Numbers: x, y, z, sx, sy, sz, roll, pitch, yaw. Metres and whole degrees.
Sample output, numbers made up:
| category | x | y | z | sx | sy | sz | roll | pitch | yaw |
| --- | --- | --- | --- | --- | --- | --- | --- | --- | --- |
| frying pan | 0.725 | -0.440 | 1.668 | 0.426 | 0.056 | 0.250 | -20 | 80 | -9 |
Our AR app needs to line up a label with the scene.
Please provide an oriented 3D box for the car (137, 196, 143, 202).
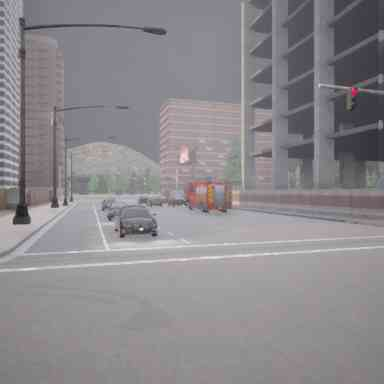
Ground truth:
| category | x | y | z | sx | sy | sz | roll | pitch | yaw |
| --- | --- | --- | --- | --- | --- | --- | --- | --- | --- |
| car | -8.750 | 1.505 | 60.403 | 1.837 | 1.490 | 4.892 | 0 | 0 | -17 |

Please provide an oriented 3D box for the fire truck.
| category | x | y | z | sx | sy | sz | roll | pitch | yaw |
| --- | --- | --- | --- | --- | --- | --- | --- | --- | --- |
| fire truck | 1.665 | 0.342 | 38.486 | 2.891 | 3.827 | 8.468 | 0 | 0 | -17 |

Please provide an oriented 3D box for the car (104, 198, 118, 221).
| category | x | y | z | sx | sy | sz | roll | pitch | yaw |
| --- | --- | --- | --- | --- | --- | --- | --- | --- | --- |
| car | -6.004 | 1.526 | 27.351 | 1.812 | 1.442 | 4.674 | 0 | 0 | -17 |

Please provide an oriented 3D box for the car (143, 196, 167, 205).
| category | x | y | z | sx | sy | sz | roll | pitch | yaw |
| --- | --- | --- | --- | --- | --- | --- | --- | --- | --- |
| car | -5.737 | 1.491 | 50.784 | 2.128 | 1.511 | 4.902 | 0 | 0 | -17 |

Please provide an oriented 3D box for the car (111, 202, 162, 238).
| category | x | y | z | sx | sy | sz | roll | pitch | yaw |
| --- | --- | --- | --- | --- | --- | --- | --- | --- | --- |
| car | -3.116 | 1.505 | 17.972 | 1.837 | 1.490 | 4.892 | 0 | 0 | -17 |

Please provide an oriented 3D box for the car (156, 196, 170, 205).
| category | x | y | z | sx | sy | sz | roll | pitch | yaw |
| --- | --- | --- | --- | --- | --- | --- | --- | --- | --- |
| car | -5.405 | 1.526 | 61.431 | 1.812 | 1.442 | 4.674 | 0 | 0 | -17 |

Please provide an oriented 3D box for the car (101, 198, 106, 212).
| category | x | y | z | sx | sy | sz | roll | pitch | yaw |
| --- | --- | --- | --- | --- | --- | --- | --- | --- | --- |
| car | -9.870 | 1.492 | 39.921 | 2.128 | 1.511 | 4.902 | 0 | 0 | -17 |

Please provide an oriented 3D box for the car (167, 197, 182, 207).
| category | x | y | z | sx | sy | sz | roll | pitch | yaw |
| --- | --- | --- | --- | --- | --- | --- | --- | --- | --- |
| car | -2.428 | 1.478 | 51.756 | 1.882 | 1.535 | 5.008 | 0 | 0 | -17 |
